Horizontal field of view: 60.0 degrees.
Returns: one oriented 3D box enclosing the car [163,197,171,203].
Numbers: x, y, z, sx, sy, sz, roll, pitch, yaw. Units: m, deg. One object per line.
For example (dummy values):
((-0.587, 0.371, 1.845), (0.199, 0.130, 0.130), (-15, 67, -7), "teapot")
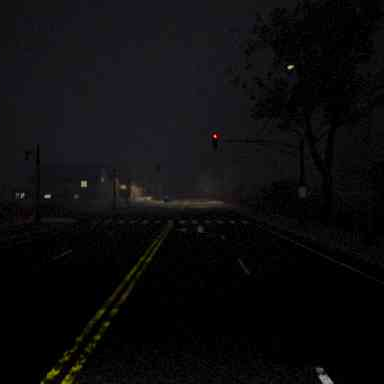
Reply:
((-6.493, 2.179, 86.318), (1.837, 1.490, 4.892), (0, 0, 0), "car")
